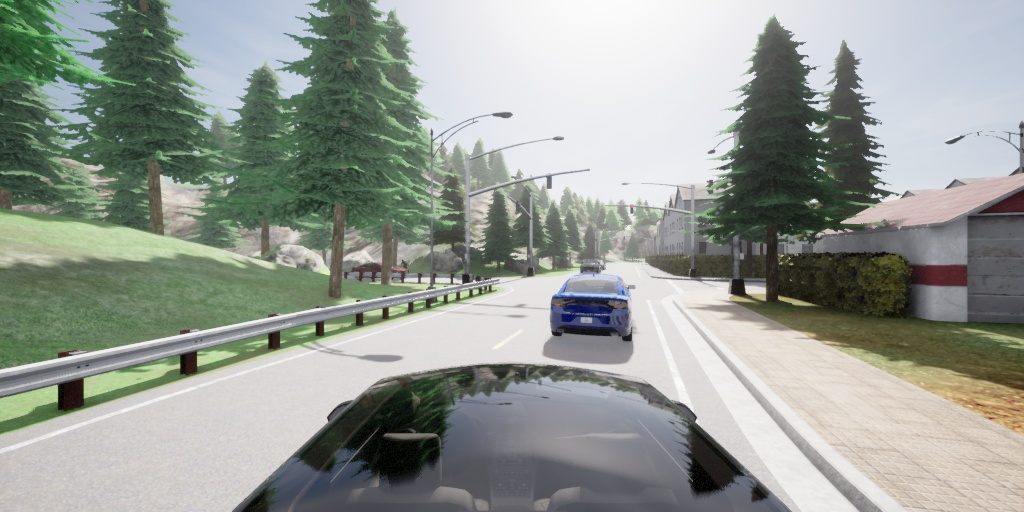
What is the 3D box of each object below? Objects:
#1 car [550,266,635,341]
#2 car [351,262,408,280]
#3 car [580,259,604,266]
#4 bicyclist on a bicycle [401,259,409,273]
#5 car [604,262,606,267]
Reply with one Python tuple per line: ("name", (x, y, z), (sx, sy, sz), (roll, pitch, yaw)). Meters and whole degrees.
("car", (2.372, 1.228, 10.062), (1.882, 1.535, 5.008), (0, 0, 18))
("car", (-11.251, 1.243, 30.552), (5.008, 1.535, 1.882), (0, 0, 18))
("car", (9.438, 1.102, 42.821), (2.097, 1.767, 4.553), (0, 0, 19))
("bicyclist on a bicycle", (-11.447, 1.167, 38.035), (0.582, 1.620, 1.656), (-2, 5, 18))
("car", (12.772, 1.297, 52.735), (2.033, 1.411, 5.357), (0, 0, 19))
